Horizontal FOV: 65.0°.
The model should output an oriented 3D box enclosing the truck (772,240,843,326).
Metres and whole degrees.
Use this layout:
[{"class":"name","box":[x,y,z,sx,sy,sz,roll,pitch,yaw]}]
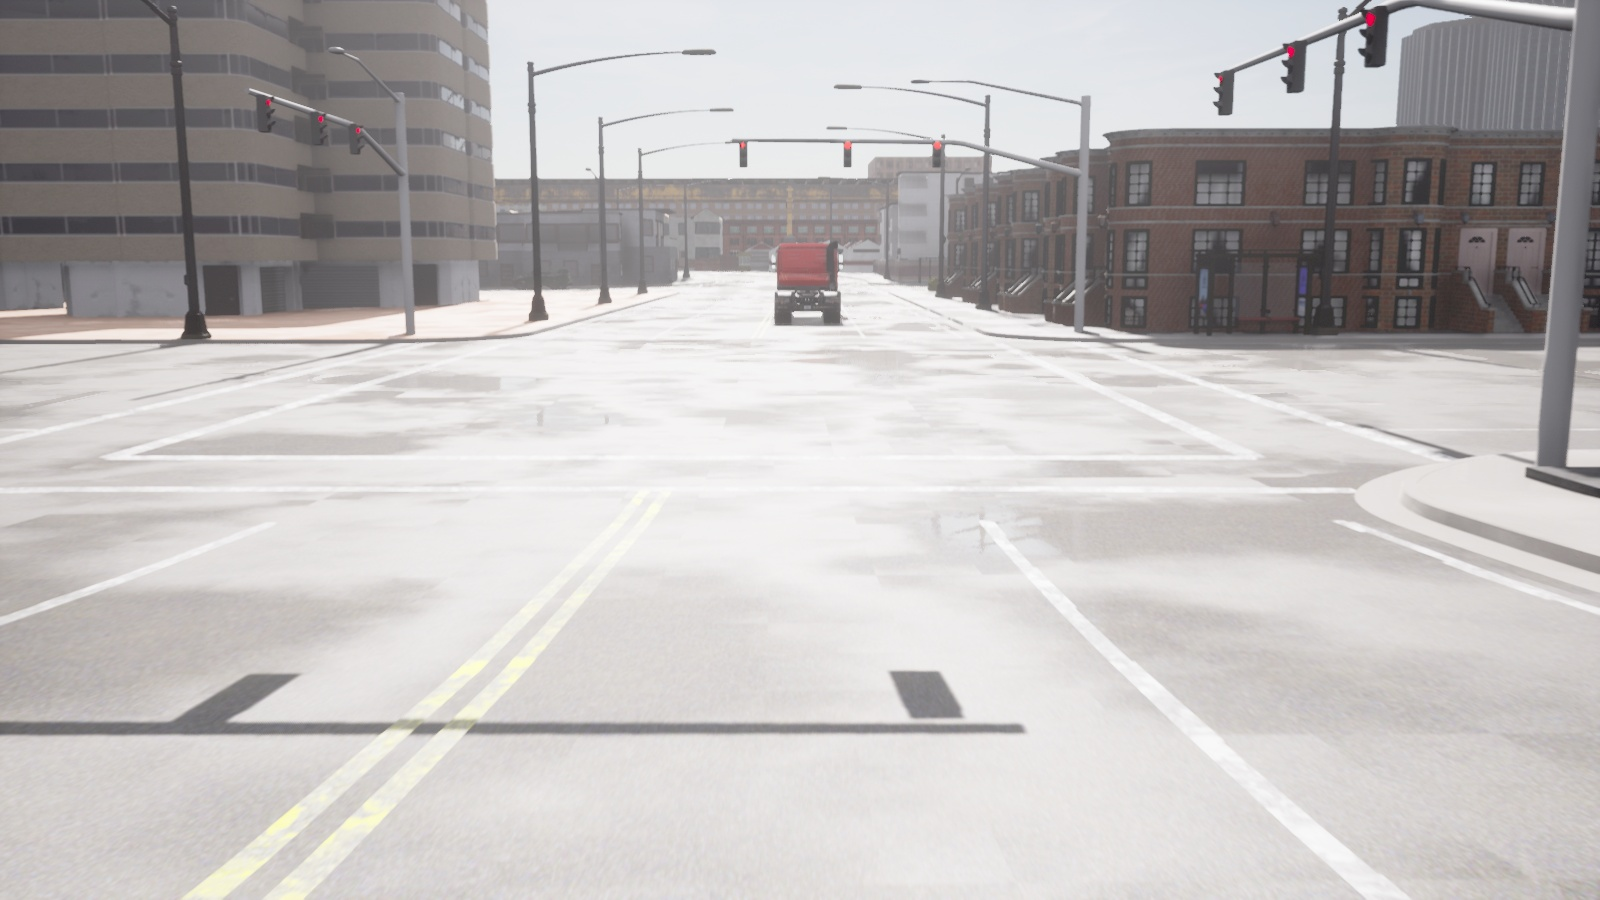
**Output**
[{"class":"truck","box":[0.332,-7.376,54.861,2.891,3.462,7.936,0,9,0]}]
